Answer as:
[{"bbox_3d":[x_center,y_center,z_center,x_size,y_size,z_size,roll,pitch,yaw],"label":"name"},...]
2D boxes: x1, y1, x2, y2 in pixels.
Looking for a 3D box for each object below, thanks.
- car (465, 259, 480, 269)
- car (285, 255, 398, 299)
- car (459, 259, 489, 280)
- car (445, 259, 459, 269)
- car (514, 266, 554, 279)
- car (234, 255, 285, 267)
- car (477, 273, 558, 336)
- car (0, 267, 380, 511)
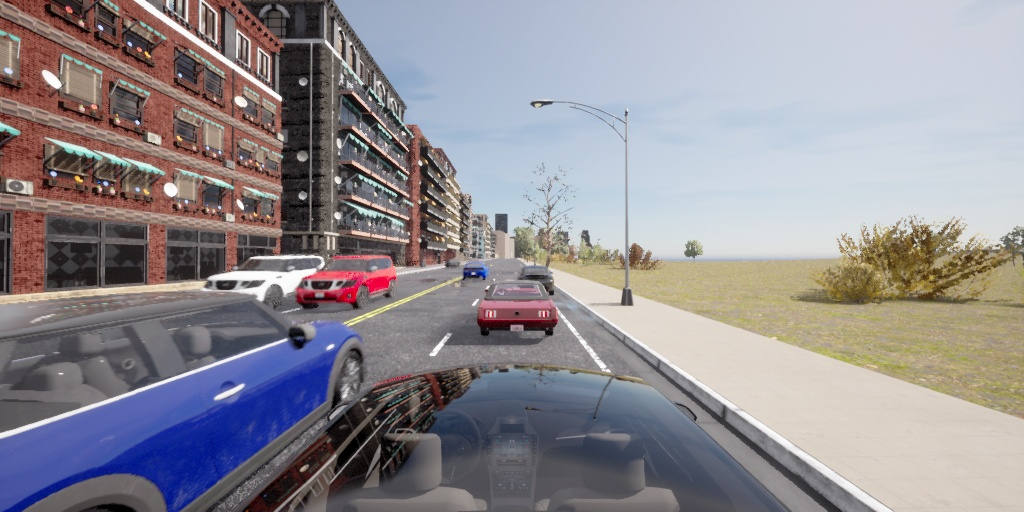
[{"bbox_3d":[-6.350,1.231,58.306,1.882,1.535,5.008,0,0,0],"label":"car"},{"bbox_3d":[-6.545,0.974,14.983,2.150,2.045,5.566,0,0,0],"label":"car"},{"bbox_3d":[-3.031,1.231,30.808,1.882,1.535,5.008,0,0,0],"label":"car"},{"bbox_3d":[-9.603,1.231,57.928,1.882,1.535,5.008,0,0,0],"label":"car"},{"bbox_3d":[1.210,1.258,19.582,1.837,1.490,4.892,0,0,0],"label":"car"},{"bbox_3d":[-9.797,0.974,14.940,2.150,2.045,5.566,0,0,0],"label":"car"},{"bbox_3d":[0.134,1.353,10.382,1.895,1.301,4.718,0,0,0],"label":"car"},{"bbox_3d":[-3.145,1.103,3.278,2.097,1.767,4.553,0,0,0],"label":"car"}]
